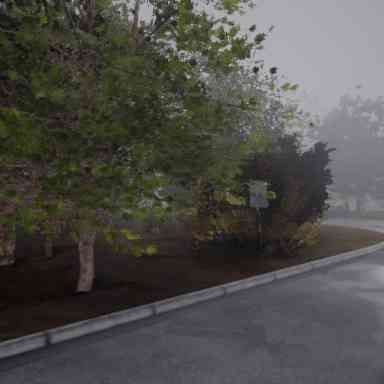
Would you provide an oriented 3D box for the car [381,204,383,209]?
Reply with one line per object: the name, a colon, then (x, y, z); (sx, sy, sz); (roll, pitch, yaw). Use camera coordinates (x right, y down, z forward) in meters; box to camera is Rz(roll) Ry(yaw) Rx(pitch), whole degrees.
car: (48.078, 3.411, 81.549); (2.033, 1.411, 5.357); (0, -2, 11)
